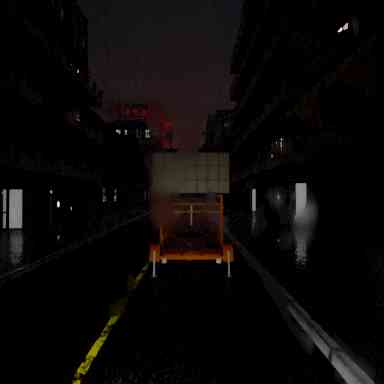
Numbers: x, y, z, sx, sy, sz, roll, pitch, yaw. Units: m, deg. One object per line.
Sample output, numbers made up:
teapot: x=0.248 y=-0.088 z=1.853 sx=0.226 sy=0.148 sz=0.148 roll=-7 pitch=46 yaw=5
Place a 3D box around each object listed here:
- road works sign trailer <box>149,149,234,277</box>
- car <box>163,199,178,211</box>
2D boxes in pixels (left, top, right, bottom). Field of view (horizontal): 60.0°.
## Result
road works sign trailer: x=-0.016 y=0.477 z=10.240 sx=2.380 sy=3.560 sz=2.880 roll=0 pitch=0 yaw=0
car: x=-2.819 y=1.619 z=42.238 sx=1.882 sy=1.535 sz=5.008 roll=0 pitch=0 yaw=0
